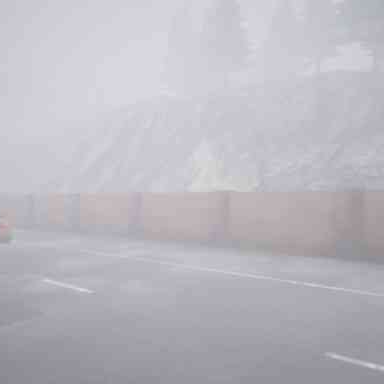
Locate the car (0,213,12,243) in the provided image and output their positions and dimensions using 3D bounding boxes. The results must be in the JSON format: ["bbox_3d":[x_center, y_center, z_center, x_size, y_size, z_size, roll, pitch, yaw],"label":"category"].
[{"bbox_3d":[-10.820,1.597,16.290,4.553,1.767,2.097,-1,-1,36],"label":"car"}]
